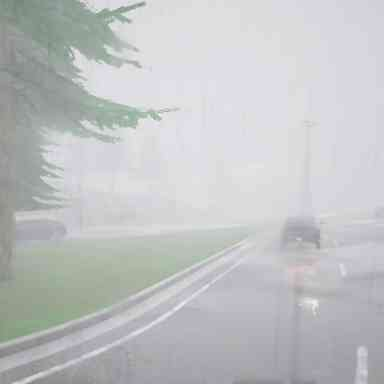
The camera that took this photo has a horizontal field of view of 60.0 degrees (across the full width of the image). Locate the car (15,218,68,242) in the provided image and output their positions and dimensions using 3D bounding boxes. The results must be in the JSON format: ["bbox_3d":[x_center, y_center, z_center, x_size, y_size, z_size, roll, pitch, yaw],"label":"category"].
[{"bbox_3d":[-10.212,2.378,20.409,4.892,1.490,1.837,1,-3,-40],"label":"car"}]

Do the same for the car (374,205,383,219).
[{"bbox_3d":[22.604,2.342,39.040,1.837,1.490,4.892,-2,-3,34],"label":"car"}]

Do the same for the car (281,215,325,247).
[{"bbox_3d":[5.862,1.974,17.598,1.837,1.490,4.892,-2,-2,22],"label":"car"}]
